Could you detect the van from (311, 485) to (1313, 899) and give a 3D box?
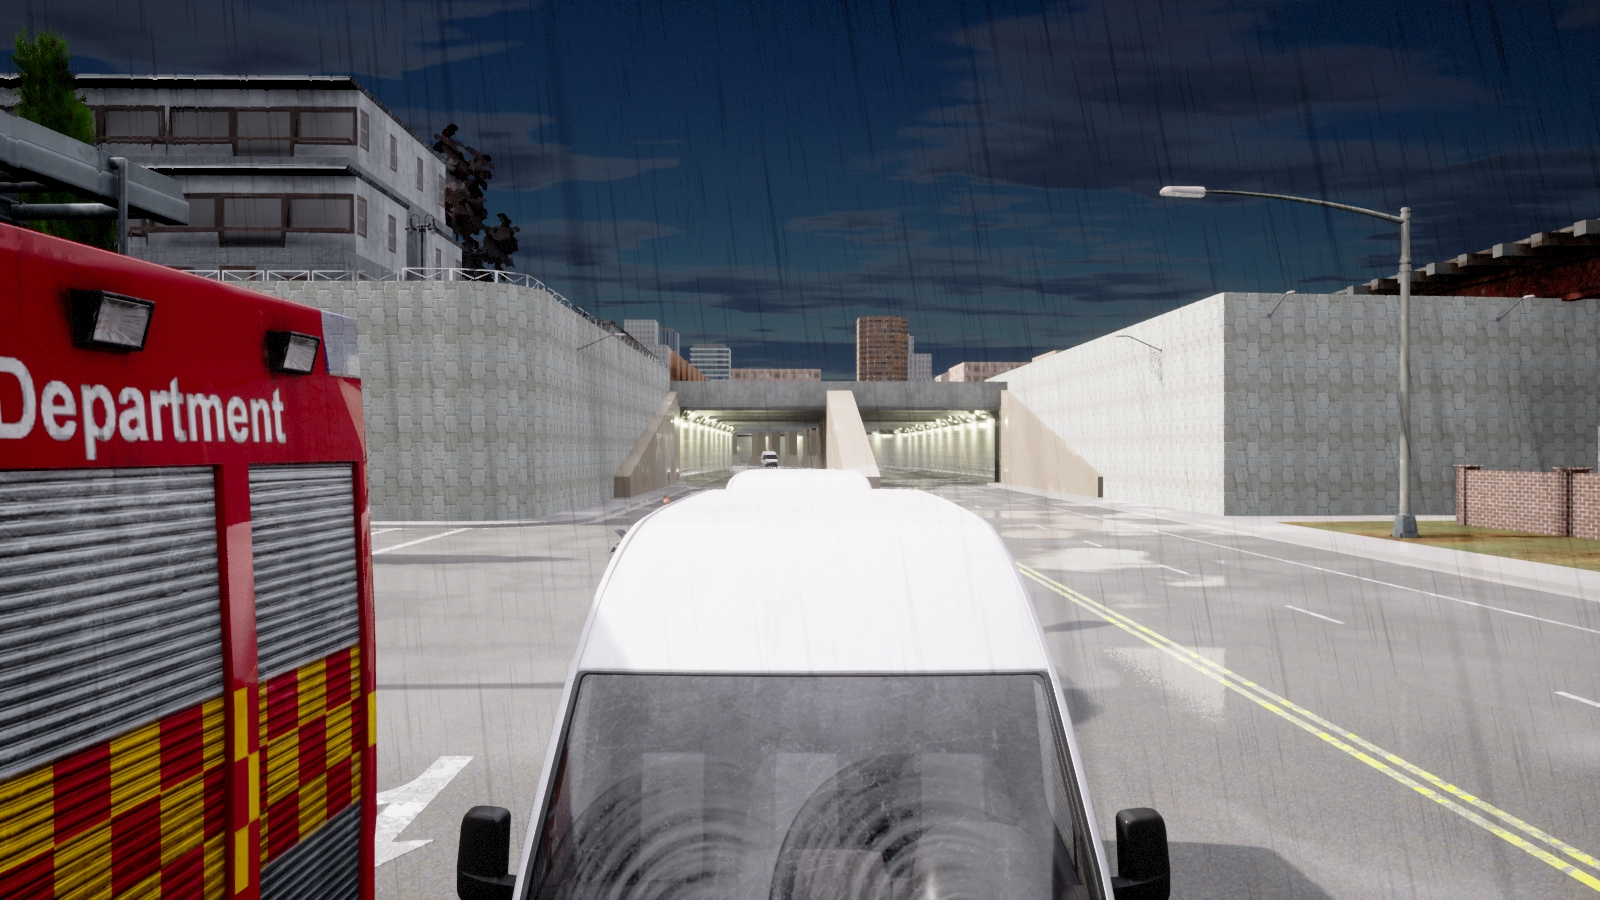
[{"bbox_3d":[0.047,1.534,5.226,1.988,2.561,5.915,0,0,1],"label":"van"}]
